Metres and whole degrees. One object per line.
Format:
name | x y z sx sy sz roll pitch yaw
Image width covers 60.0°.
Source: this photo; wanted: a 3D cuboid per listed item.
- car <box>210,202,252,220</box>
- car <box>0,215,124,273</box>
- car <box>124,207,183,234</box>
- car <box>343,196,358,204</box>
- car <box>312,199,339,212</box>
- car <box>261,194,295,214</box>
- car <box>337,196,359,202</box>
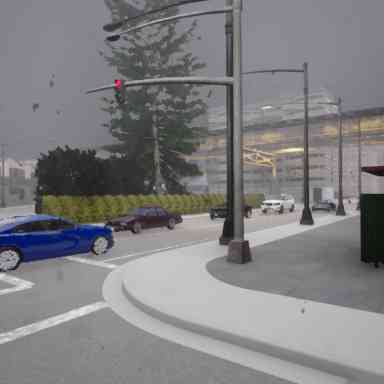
car | 3.393 1.534 28.497 1.882 1.535 5.008 -1 0 36
car | -4.952 1.506 11.063 1.882 1.535 5.008 0 0 40
car | -2.728 1.601 20.050 2.033 1.411 5.357 -1 0 36
car | 31.907 1.521 67.979 4.974 1.542 2.038 0 0 -29
car | 15.455 1.589 38.859 1.994 1.385 4.181 -1 0 36
car | 9.696 1.280 37.161 2.150 2.045 5.566 -1 0 36
car | 31.951 1.363 68.006 4.536 1.218 1.853 0 0 -29
